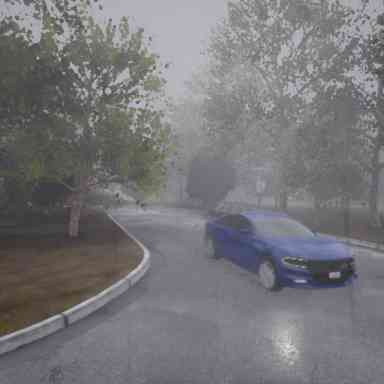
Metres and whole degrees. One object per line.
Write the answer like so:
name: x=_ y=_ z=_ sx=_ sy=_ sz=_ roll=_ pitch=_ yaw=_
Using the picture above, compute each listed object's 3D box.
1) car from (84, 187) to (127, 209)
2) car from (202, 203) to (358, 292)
car: x=-9.000 y=0.562 z=32.365 sx=5.566 sy=2.045 sz=2.150 roll=1 pitch=-2 yaw=28
car: x=1.898 y=1.256 z=8.629 sx=1.882 sy=1.535 sz=5.008 roll=1 pitch=0 yaw=-19
